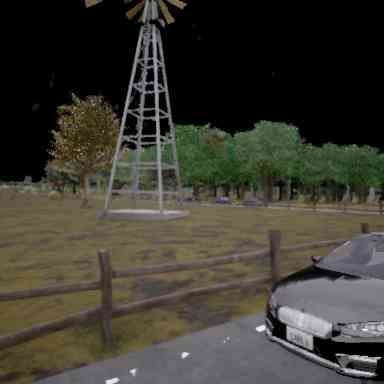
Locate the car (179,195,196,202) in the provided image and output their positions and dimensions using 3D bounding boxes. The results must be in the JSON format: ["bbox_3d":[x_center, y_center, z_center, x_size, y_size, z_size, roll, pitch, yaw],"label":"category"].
[{"bbox_3d":[0.112,1.329,63.271,1.895,1.301,4.718,2,-1,-36],"label":"car"}]

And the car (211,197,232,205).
[{"bbox_3d":[5.424,1.624,60.627,1.812,1.442,4.674,2,-1,-35],"label":"car"}]

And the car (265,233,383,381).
[{"bbox_3d":[3.281,1.477,5.407,4.902,1.511,2.128,0,0,-35],"label":"car"}]

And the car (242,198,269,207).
[{"bbox_3d":[9.551,1.589,49.881,1.994,1.385,4.181,2,-1,-35],"label":"car"}]
